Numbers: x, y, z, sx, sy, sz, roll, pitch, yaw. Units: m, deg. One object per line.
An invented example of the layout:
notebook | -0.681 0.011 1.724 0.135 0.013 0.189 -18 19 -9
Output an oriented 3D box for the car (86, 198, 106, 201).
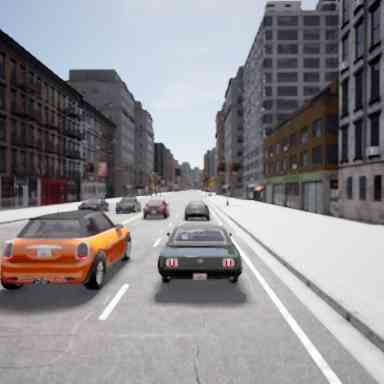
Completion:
car | -9.468 1.299 32.598 2.033 1.411 5.357 0 0 1

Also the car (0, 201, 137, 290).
car | -3.045 1.280 9.062 2.097 1.767 4.553 0 0 1

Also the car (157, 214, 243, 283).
car | 0.211 1.528 9.379 1.895 1.301 4.718 0 0 1

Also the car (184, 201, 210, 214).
car | 0.409 1.365 26.339 1.994 1.385 4.181 0 0 1

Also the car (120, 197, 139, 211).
car | -6.213 1.256 32.701 1.837 1.490 4.892 0 0 1

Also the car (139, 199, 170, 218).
car | -2.832 1.320 27.111 1.812 1.442 4.674 0 0 0
